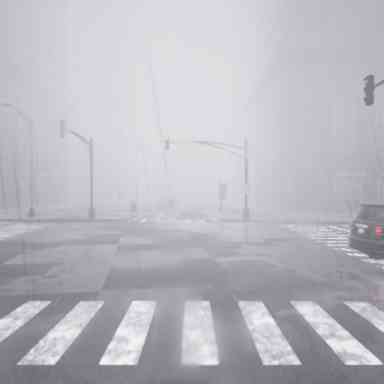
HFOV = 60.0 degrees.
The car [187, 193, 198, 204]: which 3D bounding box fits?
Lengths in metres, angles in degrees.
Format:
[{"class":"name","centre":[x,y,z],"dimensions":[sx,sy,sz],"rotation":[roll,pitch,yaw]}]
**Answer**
[{"class":"car","centre":[0.082,1.501,63.670],"dimensions":[1.812,1.442,4.674],"rotation":[0,0,0]}]

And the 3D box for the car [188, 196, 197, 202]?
[{"class":"car","centre":[0.104,1.530,73.701],"dimensions":[1.895,1.301,4.718],"rotation":[0,0,0]}]

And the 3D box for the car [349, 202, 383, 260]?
[{"class":"car","centre":[8.128,1.367,10.932],"dimensions":[5.566,2.045,2.150],"rotation":[1,0,-4]}]

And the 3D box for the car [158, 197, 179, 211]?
[{"class":"car","centre":[-3.063,1.530,40.440],"dimensions":[2.033,1.411,5.357],"rotation":[0,0,0]}]
